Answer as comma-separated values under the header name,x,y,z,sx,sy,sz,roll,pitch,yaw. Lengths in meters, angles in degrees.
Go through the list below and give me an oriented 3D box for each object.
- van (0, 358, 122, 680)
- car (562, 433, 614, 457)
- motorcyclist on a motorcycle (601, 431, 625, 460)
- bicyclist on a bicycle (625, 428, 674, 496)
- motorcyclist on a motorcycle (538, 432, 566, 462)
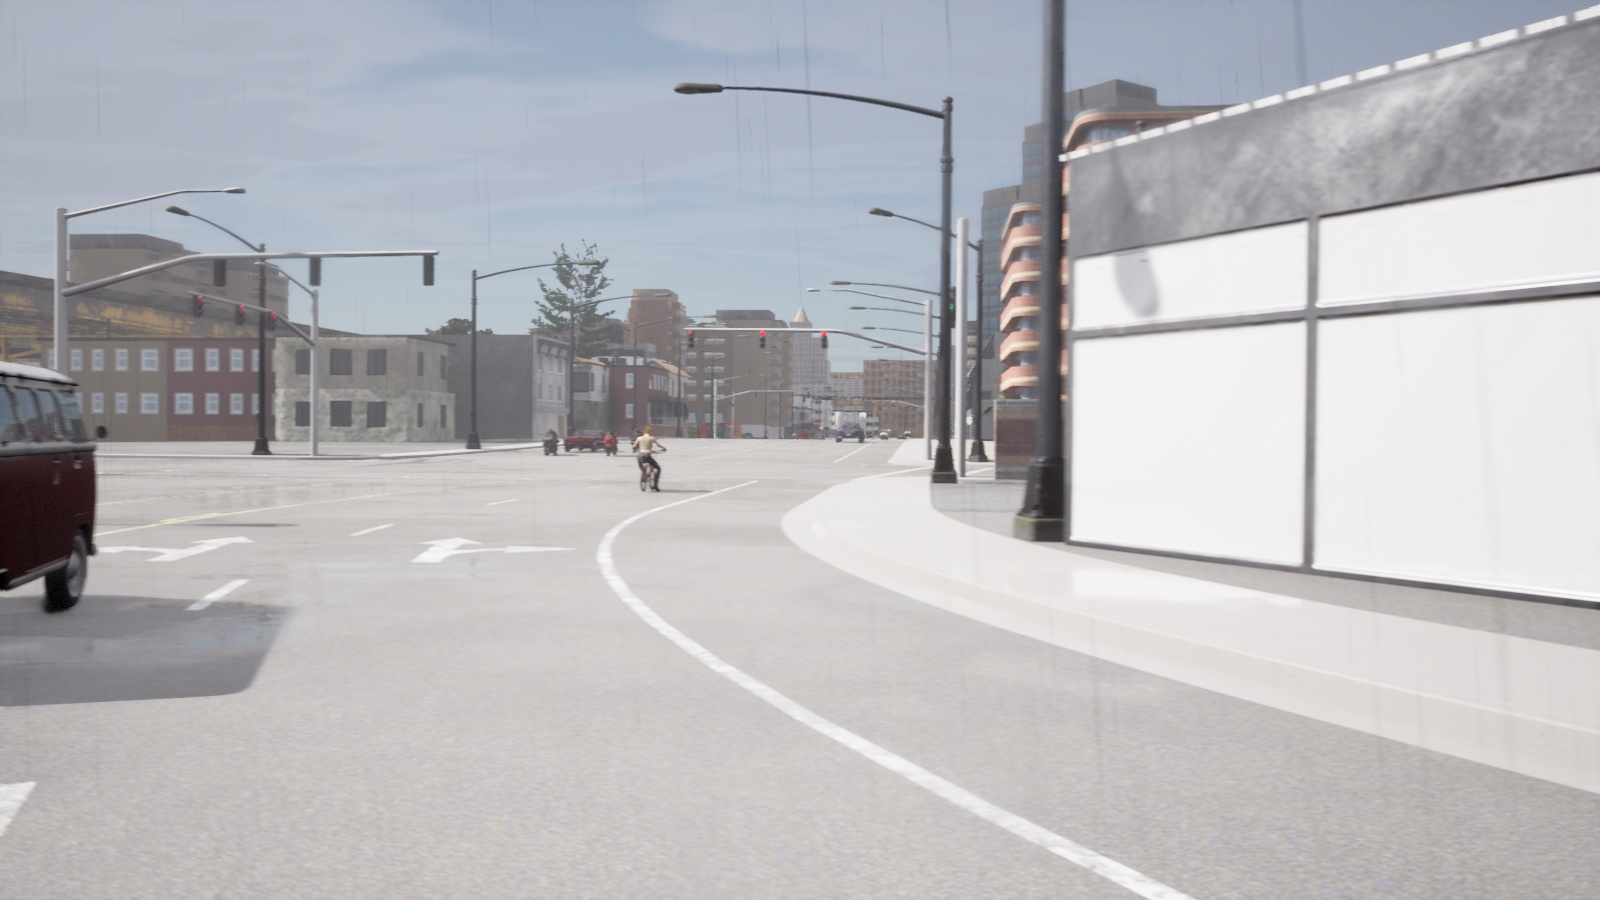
name,x,y,z,sx,sy,sz,roll,pitch,yaw
van,-6.201,0.420,8.760,1.775,1.987,4.442,-1,1,-18
car,-12.621,-0.316,75.095,1.895,1.301,4.718,0,2,6
motorcyclist on a motorcycle,-9.991,-0.243,67.028,0.797,1.523,2.044,-1,1,5
bicyclist on a bicycle,-3.678,0.276,30.855,0.866,1.612,1.509,0,1,6
motorcyclist on a motorcycle,-13.362,-0.171,67.752,0.866,1.530,2.191,0,1,6
